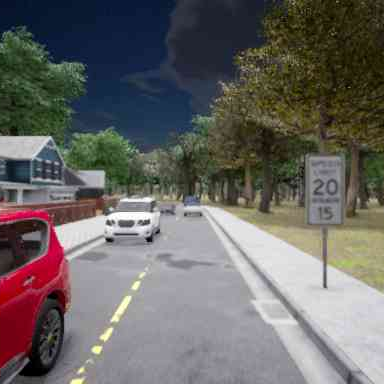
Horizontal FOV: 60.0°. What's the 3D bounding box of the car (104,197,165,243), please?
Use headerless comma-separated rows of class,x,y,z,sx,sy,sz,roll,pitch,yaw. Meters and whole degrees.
car,-2.844,1.315,17.047,2.150,2.045,5.566,0,0,0

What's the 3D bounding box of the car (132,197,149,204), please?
car,-11.306,1.839,72.752,1.837,1.490,4.892,0,0,-32

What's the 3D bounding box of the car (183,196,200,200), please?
car,-0.035,1.514,45.764,2.150,2.045,5.566,0,0,-3

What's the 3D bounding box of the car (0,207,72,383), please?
car,-2.843,1.232,2.700,2.150,2.045,5.566,0,0,0

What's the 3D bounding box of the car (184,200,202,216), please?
car,0.108,1.819,34.959,1.895,1.301,4.718,0,0,0

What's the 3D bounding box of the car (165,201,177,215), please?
car,-2.741,1.751,36.391,1.837,1.490,4.892,0,-1,0
